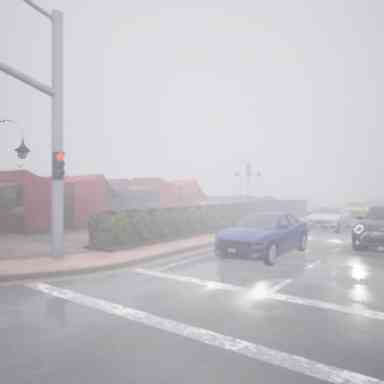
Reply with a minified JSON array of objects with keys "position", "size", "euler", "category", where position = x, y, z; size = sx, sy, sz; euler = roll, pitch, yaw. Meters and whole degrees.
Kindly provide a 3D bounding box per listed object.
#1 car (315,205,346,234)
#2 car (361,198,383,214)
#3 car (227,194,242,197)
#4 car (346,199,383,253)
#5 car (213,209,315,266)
[{"position":[7.990,1.511,19.496],"size":[1.812,1.442,4.674],"euler":[0,0,35],"category":"car"},{"position":[20.013,1.481,36.589],"size":[1.882,1.535,5.008],"euler":[0,0,36],"category":"car"},{"position":[6.448,1.267,55.058],"size":[4.605,1.855,1.932],"euler":[0,0,35],"category":"car"},{"position":[7.687,1.325,12.993],"size":[2.097,1.767,4.553],"euler":[0,0,35],"category":"car"},{"position":[2.609,1.455,11.863],"size":[1.882,1.535,5.008],"euler":[0,0,35],"category":"car"}]
